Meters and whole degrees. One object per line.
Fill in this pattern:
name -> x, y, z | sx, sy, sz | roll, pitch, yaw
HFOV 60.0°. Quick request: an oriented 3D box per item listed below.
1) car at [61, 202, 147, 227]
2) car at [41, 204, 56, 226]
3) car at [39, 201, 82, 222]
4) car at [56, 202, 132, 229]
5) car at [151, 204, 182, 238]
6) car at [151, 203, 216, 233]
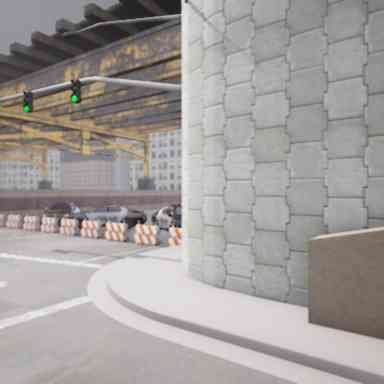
car -> -5.298, 1.299, 20.472 | 4.536, 1.218, 1.853 | 0, 0, 0
car -> -9.044, 1.458, 23.227 | 2.038, 1.542, 4.974 | 0, 0, -10
car -> -9.053, 1.300, 23.278 | 1.853, 1.218, 4.536 | 0, 0, -10
car -> -5.350, 1.457, 20.472 | 4.974, 1.542, 2.038 | 0, 0, 0
car -> -0.582, 1.455, 17.886 | 2.038, 1.542, 4.974 | 0, 0, -25
car -> -0.604, 1.298, 17.933 | 1.853, 1.218, 4.536 | 0, 0, -25
